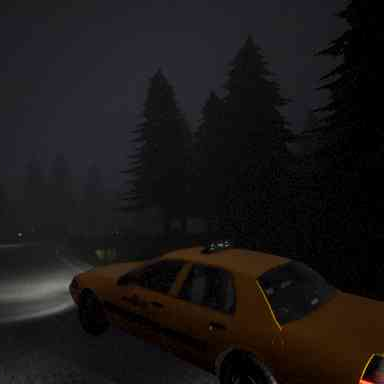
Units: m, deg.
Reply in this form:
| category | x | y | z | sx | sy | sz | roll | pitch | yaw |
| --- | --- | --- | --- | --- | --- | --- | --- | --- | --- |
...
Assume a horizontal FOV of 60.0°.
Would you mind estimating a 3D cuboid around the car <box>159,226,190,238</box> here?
| category | x | y | z | sx | sy | sz | roll | pitch | yaw |
| --- | --- | --- | --- | --- | --- | --- | --- | --- | --- |
| car | -2.327 | 5.543 | 46.258 | 1.882 | 1.535 | 5.008 | -5 | -8 | 30 |

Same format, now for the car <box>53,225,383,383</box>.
| category | x | y | z | sx | sy | sz | roll | pitch | yaw |
| --- | --- | --- | --- | --- | --- | --- | --- | --- | --- |
| car | 0.144 | 1.441 | 4.732 | 5.366 | 1.575 | 1.801 | 0 | 1 | 43 |

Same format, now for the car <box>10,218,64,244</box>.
| category | x | y | z | sx | sy | sz | roll | pitch | yaw |
| --- | --- | --- | --- | --- | --- | --- | --- | --- | --- |
| car | -12.759 | 3.221 | 28.077 | 2.150 | 2.045 | 5.566 | -4 | -7 | 7 |

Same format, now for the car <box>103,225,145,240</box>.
| category | x | y | z | sx | sy | sz | roll | pitch | yaw |
| --- | --- | --- | --- | --- | --- | --- | --- | --- | --- |
| car | -7.443 | 4.510 | 36.948 | 2.033 | 1.411 | 5.357 | -4 | -8 | 20 |
